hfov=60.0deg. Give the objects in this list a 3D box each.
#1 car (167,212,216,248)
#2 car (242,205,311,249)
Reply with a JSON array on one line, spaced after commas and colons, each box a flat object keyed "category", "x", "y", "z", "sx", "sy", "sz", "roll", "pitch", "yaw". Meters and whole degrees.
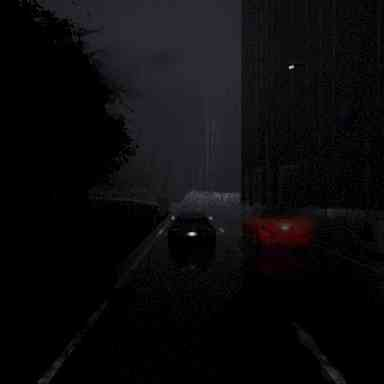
[{"category": "car", "x": 0.000, "y": 1.567, "z": 14.652, "sx": 1.994, "sy": 1.385, "sz": 4.181, "roll": 0, "pitch": 0, "yaw": 0}, {"category": "car", "x": 3.500, "y": 1.361, "z": 14.621, "sx": 2.097, "sy": 1.767, "sz": 4.553, "roll": 0, "pitch": 0, "yaw": 0}]
